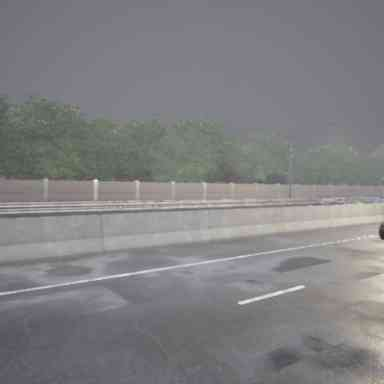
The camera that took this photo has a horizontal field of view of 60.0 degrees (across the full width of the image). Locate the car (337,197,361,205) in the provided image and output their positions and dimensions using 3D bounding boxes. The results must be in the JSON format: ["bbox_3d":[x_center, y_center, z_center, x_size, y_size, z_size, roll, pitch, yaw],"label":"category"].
[{"bbox_3d":[19.898,1.336,39.670,4.553,1.767,2.097,0,0,-35],"label":"car"}]

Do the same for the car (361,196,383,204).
[{"bbox_3d":[20.779,1.464,36.004,5.008,1.535,1.882,0,0,-35],"label":"car"}]

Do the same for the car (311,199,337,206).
[{"bbox_3d":[17.036,1.586,41.932,4.718,1.301,1.895,0,0,-35],"label":"car"}]

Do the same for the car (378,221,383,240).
[{"bbox_3d":[10.616,1.562,15.627,4.181,1.385,1.994,0,0,-35],"label":"car"}]
